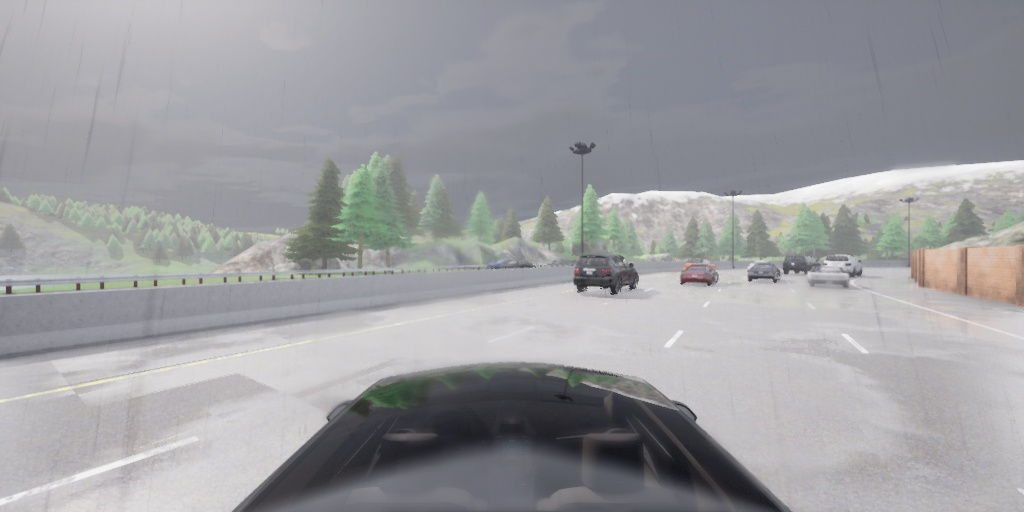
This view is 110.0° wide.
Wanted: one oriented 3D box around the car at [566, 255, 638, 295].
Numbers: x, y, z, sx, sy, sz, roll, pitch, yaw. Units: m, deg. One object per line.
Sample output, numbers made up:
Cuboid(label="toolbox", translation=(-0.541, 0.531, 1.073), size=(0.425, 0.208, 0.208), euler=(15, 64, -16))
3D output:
Cuboid(label="car", translation=(5.349, 0.957, 20.052), size=(2.150, 2.045, 5.566), euler=(0, 0, 34))

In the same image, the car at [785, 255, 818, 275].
Cuboid(label="car", translation=(30.910, 0.950, 38.237), size=(5.566, 2.045, 2.150), euler=(0, 0, -36))

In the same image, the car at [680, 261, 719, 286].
Cuboid(label="car", translation=(13.381, 1.300, 25.519), size=(1.994, 1.385, 4.181), euler=(0, 0, 36))

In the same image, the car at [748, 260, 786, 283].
Cuboid(label="car", translation=(19.881, 1.281, 28.169), size=(2.033, 1.411, 5.357), euler=(0, 0, 41))

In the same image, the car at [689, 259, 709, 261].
Cuboid(label="car", translation=(20.352, 1.081, 38.610), size=(4.553, 1.767, 2.097), euler=(0, 0, -43))

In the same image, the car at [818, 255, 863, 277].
Cuboid(label="car", translation=(31.693, 0.950, 34.367), size=(5.566, 2.045, 2.150), euler=(0, 0, -38))

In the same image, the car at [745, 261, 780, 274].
Cuboid(label="car", translation=(28.502, 1.254, 40.723), size=(4.674, 1.442, 1.812), euler=(1, 0, -36))

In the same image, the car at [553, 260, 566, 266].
Cuboid(label="car", translation=(6.797, 1.292, 39.937), size=(1.994, 1.385, 4.181), euler=(0, 0, 41))

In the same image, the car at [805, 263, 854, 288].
Cuboid(label="car", translation=(20.802, 1.338, 23.691), size=(1.895, 1.301, 4.718), euler=(0, 0, 38))

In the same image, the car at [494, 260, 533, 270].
Cuboid(label="car", translation=(0.470, 1.202, 43.279), size=(1.882, 1.535, 5.008), euler=(0, 0, 40))

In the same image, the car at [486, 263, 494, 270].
Cuboid(label="car", translation=(-1.185, 1.200, 46.726), size=(1.882, 1.535, 5.008), euler=(0, 0, 40))

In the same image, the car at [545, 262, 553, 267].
Cuboid(label="car", translation=(5.960, 1.231, 44.320), size=(1.837, 1.490, 4.892), euler=(0, -1, 43))
